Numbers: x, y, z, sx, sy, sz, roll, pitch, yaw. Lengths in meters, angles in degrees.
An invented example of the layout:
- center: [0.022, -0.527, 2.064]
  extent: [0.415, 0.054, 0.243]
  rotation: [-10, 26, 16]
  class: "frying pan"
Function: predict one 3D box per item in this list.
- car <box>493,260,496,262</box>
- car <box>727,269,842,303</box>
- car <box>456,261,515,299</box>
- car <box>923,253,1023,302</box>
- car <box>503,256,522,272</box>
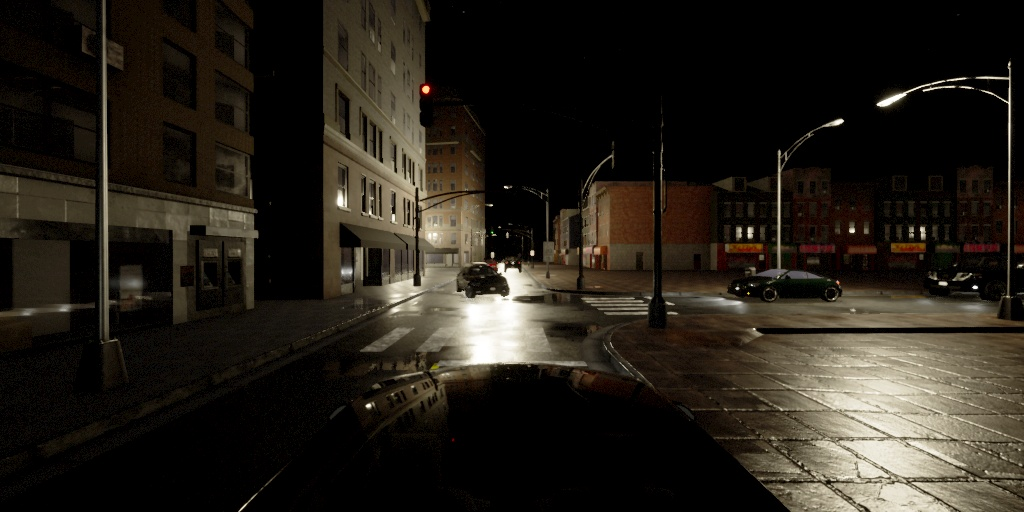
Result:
- center: [-2.831, 1.236, 45.271]
  extent: [1.882, 1.535, 5.008]
  rotation: [0, 0, 0]
  class: "car"
- center: [12.039, 1.261, 15.999]
  extent: [4.181, 1.385, 1.994]
  rotation: [0, 0, 0]
  class: "car"
- center: [-1.673, 1.228, 18.614]
  extent: [1.882, 1.535, 5.008]
  rotation: [0, 0, -19]
  class: "car"
- center: [22.046, 0.883, 16.054]
  extent: [5.566, 2.045, 2.150]
  rotation: [0, 0, 0]
  class: "car"
- center: [0.066, 0.980, 46.362]
  extent: [2.150, 2.045, 5.566]
  rotation: [0, 0, -1]
  class: "car"
